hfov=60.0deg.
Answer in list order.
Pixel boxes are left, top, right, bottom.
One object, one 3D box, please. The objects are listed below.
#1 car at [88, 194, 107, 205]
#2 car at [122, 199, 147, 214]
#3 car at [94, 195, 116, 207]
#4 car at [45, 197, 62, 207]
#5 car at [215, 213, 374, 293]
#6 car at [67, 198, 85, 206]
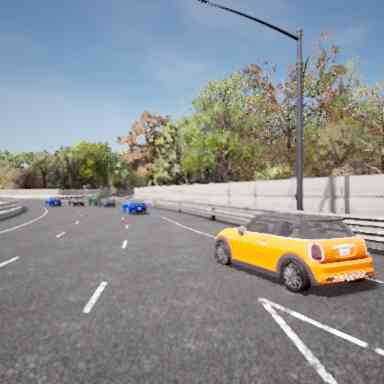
[{"bbox_3d":[-15.904,1.289,56.332,2.150,2.045,5.566,0,0,-33],"label":"car"},{"bbox_3d":[-6.250,1.515,35.638,1.882,1.535,5.008,0,-1,-23],"label":"car"},{"bbox_3d":[-13.216,1.606,51.429,2.033,1.411,5.357,0,0,-28],"label":"car"},{"bbox_3d":[-22.200,1.556,53.100,1.882,1.535,5.008,0,0,-33],"label":"car"},{"bbox_3d":[2.456,1.353,9.264,2.097,1.767,4.553,0,0,-26],"label":"car"},{"bbox_3d":[-19.220,1.674,54.936,1.895,1.301,4.718,0,0,-33],"label":"car"}]
